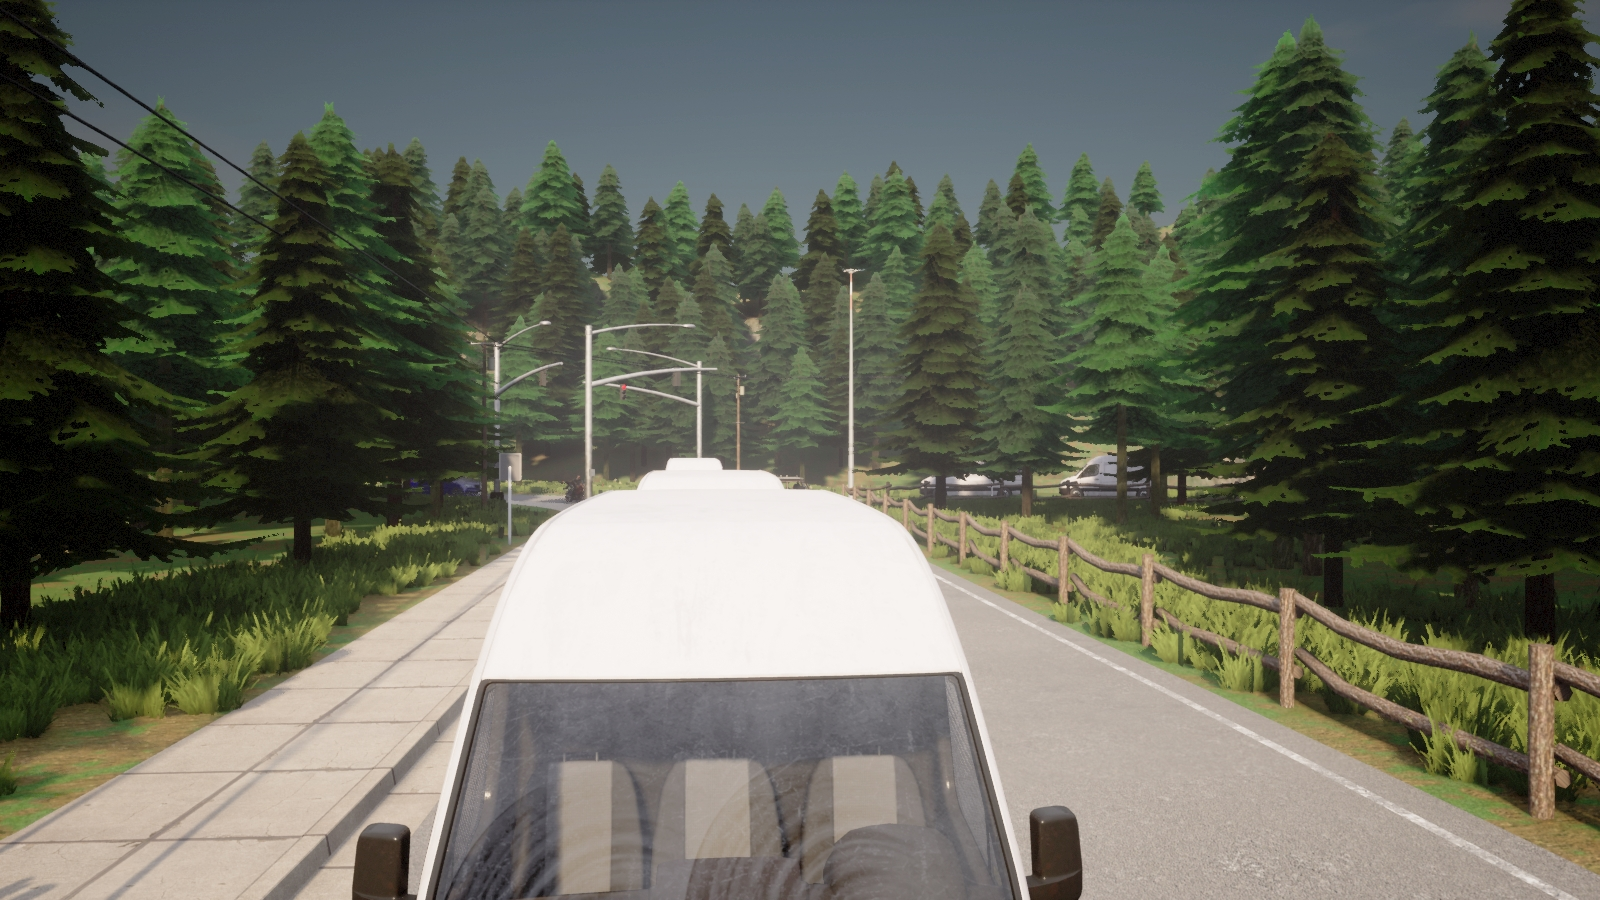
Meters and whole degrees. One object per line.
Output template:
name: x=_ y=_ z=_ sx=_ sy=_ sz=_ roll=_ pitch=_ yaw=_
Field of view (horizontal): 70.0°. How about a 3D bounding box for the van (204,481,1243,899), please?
van: x=-0.347 y=1.499 z=5.139 sx=1.988 sy=2.561 sz=5.915 roll=0 pitch=0 yaw=-5
